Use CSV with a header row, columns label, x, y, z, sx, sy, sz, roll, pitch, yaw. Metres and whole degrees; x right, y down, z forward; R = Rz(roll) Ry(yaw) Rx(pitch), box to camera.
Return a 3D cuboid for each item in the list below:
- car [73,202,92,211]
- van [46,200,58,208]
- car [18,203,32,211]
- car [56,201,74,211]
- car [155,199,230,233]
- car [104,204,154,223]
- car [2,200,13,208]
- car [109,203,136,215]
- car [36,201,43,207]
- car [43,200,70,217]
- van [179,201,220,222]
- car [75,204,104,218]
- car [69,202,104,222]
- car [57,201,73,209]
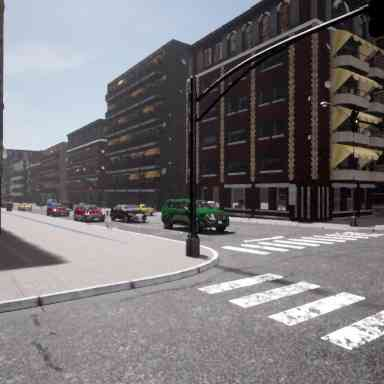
label,x,y,z,sx,sy,sz,roll,pitch,yaw
car,-19.370,2.496,58.709,1.752,1.417,4.829,-1,0,-36
van,-32.463,2.684,76.886,1.690,1.788,3.998,-1,0,-36
car,-29.215,2.551,58.153,1.752,1.417,4.829,-1,0,-36
car,-22.437,2.466,58.614,1.882,1.535,5.008,0,-1,-36
car,0.042,1.490,21.923,2.150,2.045,5.566,0,-1,-36
car,-5.823,1.924,30.070,2.128,1.511,4.902,0,-1,-36
car,-42.507,2.719,76.606,2.192,1.841,5.009,-1,0,-36
car,-9.378,2.253,44.835,1.947,1.339,4.313,-1,0,-36
car,-39.051,3.097,86.040,1.947,1.339,4.313,-1,0,-36
car,-16.128,2.094,39.978,1.967,1.590,4.097,-1,0,-36
van,0.646,1.751,31.200,1.690,1.788,3.998,-1,0,-36
car,-12.012,2.171,38.680,1.994,1.385,4.181,0,-1,-36
car,-9.534,1.908,30.821,1.967,1.590,4.097,-1,0,-36
car,-25.866,2.595,67.728,1.967,1.590,4.097,-1,0,-36
